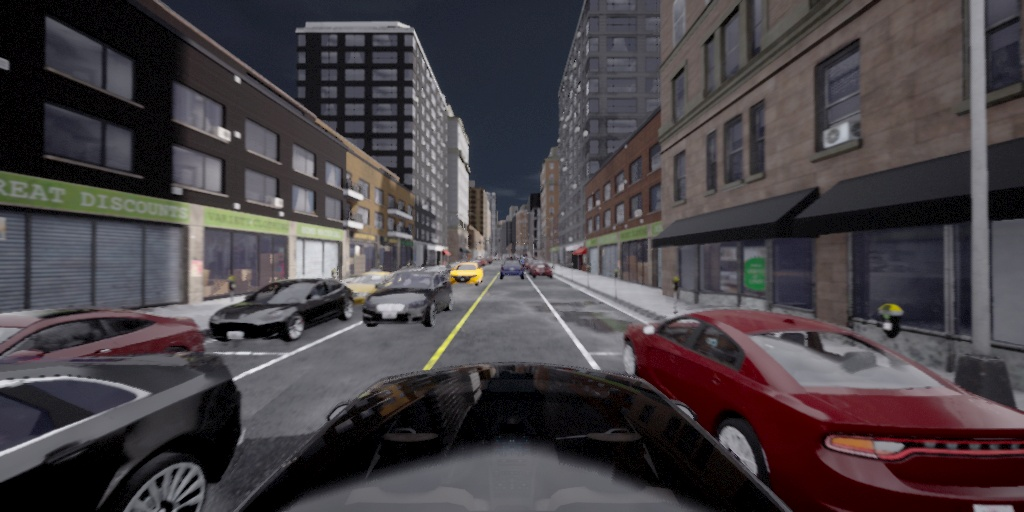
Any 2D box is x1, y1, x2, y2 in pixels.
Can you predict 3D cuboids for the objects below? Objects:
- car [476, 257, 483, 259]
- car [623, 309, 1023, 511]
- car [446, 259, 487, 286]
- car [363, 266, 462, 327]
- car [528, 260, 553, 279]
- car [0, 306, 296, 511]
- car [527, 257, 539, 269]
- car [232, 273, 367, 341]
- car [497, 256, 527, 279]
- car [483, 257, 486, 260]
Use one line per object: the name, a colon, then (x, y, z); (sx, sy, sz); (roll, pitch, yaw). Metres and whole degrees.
car: (-5.862, 1.202, 54.315); (1.751, 1.417, 4.829); (0, 0, 0)
car: (2.668, 1.292, 4.212); (1.888, 1.381, 4.507); (0, 0, 0)
car: (-3.076, 1.202, 24.923); (1.882, 1.535, 5.008); (0, 0, 0)
car: (-3.091, 1.232, 11.510); (2.128, 1.511, 4.902); (0, 0, 0)
car: (2.670, 1.295, 32.141); (1.802, 1.307, 4.207); (0, 0, 0)
car: (-3.092, 1.243, 0.868); (2.128, 1.511, 4.902); (0, 0, 0)
car: (2.670, 1.144, 37.727); (1.967, 1.591, 4.097); (0, 0, 0)
car: (-5.876, 1.307, 9.797); (1.948, 1.339, 4.313); (0, 0, 0)
car: (0.014, 1.066, 31.965); (2.097, 1.767, 4.553); (0, 0, 0)
car: (-5.861, 1.248, 60.071); (1.802, 1.307, 4.207); (0, 0, 0)
